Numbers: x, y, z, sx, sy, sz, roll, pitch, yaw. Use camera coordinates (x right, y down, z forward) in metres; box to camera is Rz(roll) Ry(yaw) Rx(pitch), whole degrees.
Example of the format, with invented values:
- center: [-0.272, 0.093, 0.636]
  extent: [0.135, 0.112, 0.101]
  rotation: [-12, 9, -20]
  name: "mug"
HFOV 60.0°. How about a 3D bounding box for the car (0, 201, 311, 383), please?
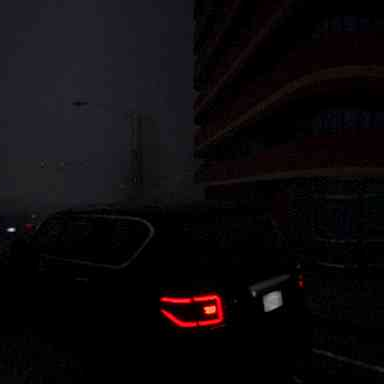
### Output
- center: [-1.119, 1.192, 4.941]
  extent: [2.150, 2.045, 5.566]
  rotation: [-1, -2, -44]
  name: "car"
